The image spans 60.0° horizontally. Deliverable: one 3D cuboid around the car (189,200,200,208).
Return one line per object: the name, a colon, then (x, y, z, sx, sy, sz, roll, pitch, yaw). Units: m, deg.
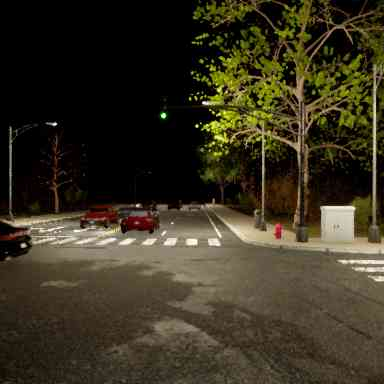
car: (0.524, 2.330, 63.089, 1.994, 1.385, 4.181, 0, -1, 1)

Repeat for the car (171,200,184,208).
car: (-2.726, 2.252, 63.132, 2.128, 1.511, 4.902, 0, -1, 1)

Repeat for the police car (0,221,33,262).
police car: (-7.775, 1.433, 10.433, 5.238, 1.638, 1.930, 0, 0, 3)

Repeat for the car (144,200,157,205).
car: (-6.251, 1.908, 47.431, 2.097, 1.767, 4.553, 0, -1, 1)

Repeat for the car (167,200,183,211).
car: (-2.863, 2.177, 52.714, 2.033, 1.411, 5.357, 0, -1, 1)

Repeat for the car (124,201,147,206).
car: (-6.429, 1.940, 34.899, 2.033, 1.411, 5.357, 0, -1, 1)

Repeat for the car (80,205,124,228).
car: (-6.577, 1.776, 24.232, 1.812, 1.442, 4.674, 0, -1, 1)

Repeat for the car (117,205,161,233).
car: (-3.166, 1.781, 21.190, 1.994, 1.385, 4.181, 0, -1, 1)

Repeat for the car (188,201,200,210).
car: (0.392, 2.242, 53.084, 1.895, 1.301, 4.718, 0, -1, 1)
